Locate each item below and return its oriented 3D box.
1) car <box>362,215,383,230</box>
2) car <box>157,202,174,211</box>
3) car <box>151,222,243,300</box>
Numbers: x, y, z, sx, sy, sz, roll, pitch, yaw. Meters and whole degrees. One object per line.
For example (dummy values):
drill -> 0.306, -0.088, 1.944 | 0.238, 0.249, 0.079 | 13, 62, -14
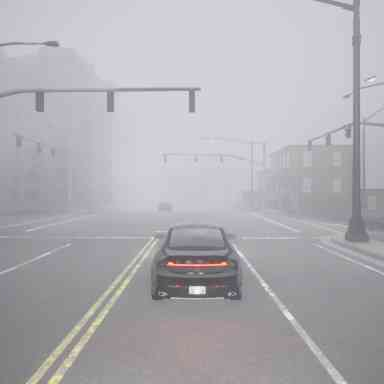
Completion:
car -> 16.051, 2.655, 28.237 | 4.181, 1.385, 1.994 | 8, 0, 0
car -> -3.627, 2.066, 45.589 | 1.837, 1.490, 4.892 | 0, -5, 0
car -> 0.095, 1.505, 8.353 | 1.837, 1.490, 4.892 | 0, 0, 0
